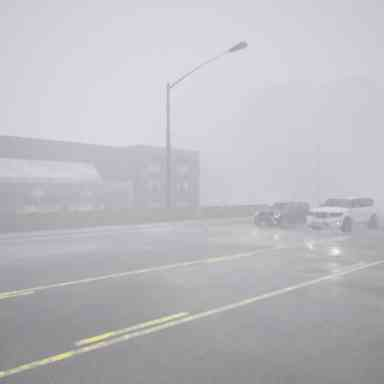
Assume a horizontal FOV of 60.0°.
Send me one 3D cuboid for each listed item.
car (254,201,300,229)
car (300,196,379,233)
[{"bbox_3d":[6.218,1.420,22.274,4.553,1.767,2.097,0,0,-38],"label":"car"},{"bbox_3d":[9.297,1.270,20.239,5.566,2.045,2.150,0,-1,-38],"label":"car"}]
